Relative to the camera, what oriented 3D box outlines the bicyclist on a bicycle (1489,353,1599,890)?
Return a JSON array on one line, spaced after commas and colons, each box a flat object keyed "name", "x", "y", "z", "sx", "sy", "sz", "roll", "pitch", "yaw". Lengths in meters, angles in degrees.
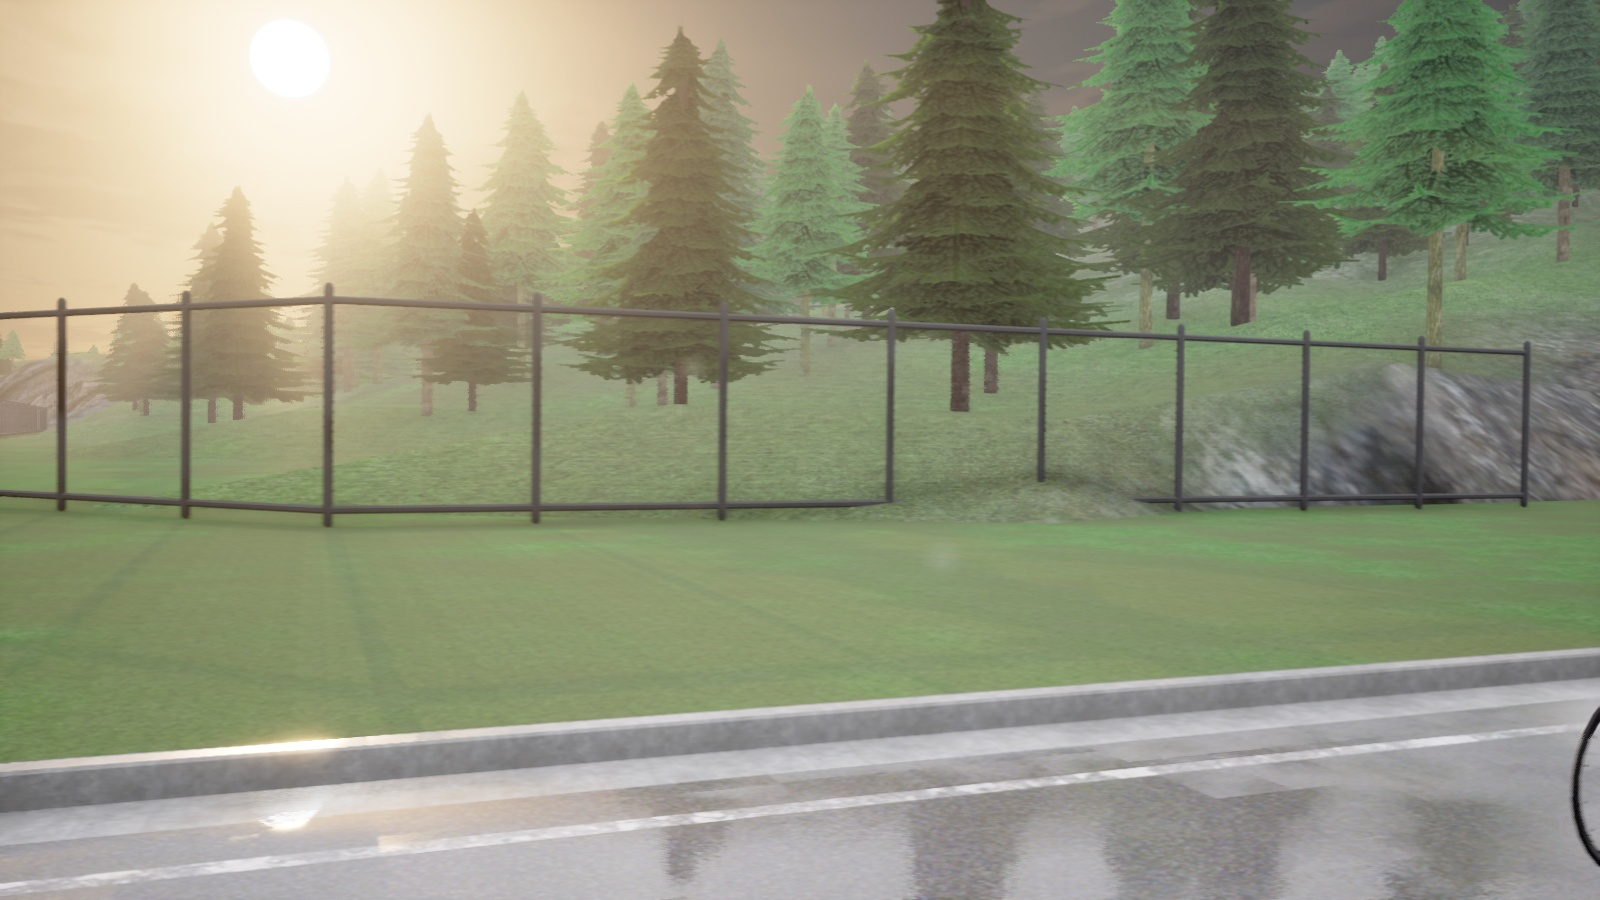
[{"name": "bicyclist on a bicycle", "x": 3.469, "y": 0.557, "z": 4.555, "sx": 1.843, "sy": 1.776, "sz": 0.659, "roll": -1, "pitch": 1, "yaw": -21}]
